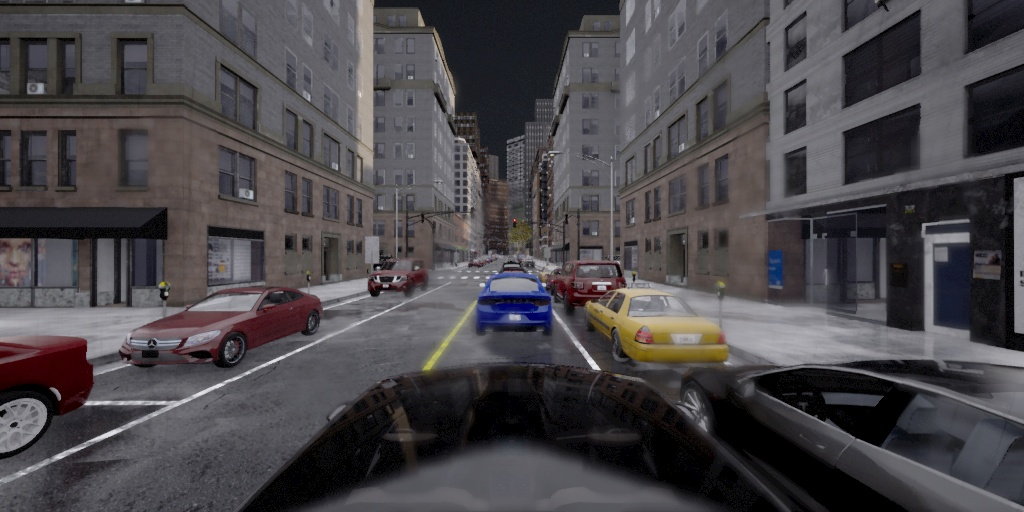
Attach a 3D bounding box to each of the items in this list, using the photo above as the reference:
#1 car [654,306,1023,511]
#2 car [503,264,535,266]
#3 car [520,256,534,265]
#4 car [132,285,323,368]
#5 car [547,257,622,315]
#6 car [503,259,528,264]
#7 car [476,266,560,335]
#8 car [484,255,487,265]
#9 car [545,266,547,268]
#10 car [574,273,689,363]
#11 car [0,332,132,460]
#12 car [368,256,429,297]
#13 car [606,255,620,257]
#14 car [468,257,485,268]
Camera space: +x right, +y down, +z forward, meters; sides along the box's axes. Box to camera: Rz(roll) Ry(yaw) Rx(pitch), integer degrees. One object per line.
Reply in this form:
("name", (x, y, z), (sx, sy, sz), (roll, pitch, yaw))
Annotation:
("car", (2.762, 1.316, 2.270), (1.948, 1.339, 4.313), (0, 0, 0))
("car", (0.070, 1.297, 17.985), (1.994, 1.385, 4.181), (0, 0, 0))
("car", (2.682, 1.133, 56.588), (2.007, 1.370, 4.403), (0, 0, 0))
("car", (-5.772, 1.329, 7.816), (1.802, 1.307, 4.207), (0, 0, 0))
("car", (2.745, 1.056, 13.376), (2.192, 1.841, 5.009), (0, 0, 0))
("car", (0.010, 1.216, 26.898), (1.837, 1.490, 4.892), (0, 0, 0))
("car", (0.036, 1.222, 10.479), (1.882, 1.535, 5.008), (0, 0, -1))
("car", (-5.852, 0.991, 62.007), (1.967, 1.591, 4.097), (0, 0, 0))
("car", (2.737, 1.313, 18.928), (1.802, 1.307, 4.207), (0, 0, 0))
("car", (2.753, 1.272, 7.992), (1.751, 1.417, 4.829), (0, 0, 0))
("car", (-5.764, 1.296, 2.264), (1.888, 1.381, 4.507), (0, 0, 0))
("car", (-5.788, 1.046, 18.922), (2.192, 1.841, 5.009), (0, 0, 0))
("car", (11.247, 0.865, 39.610), (5.566, 2.045, 2.150), (0, 0, -2))
("car", (-5.844, 1.128, 56.582), (1.888, 1.381, 4.507), (0, 0, 0))
